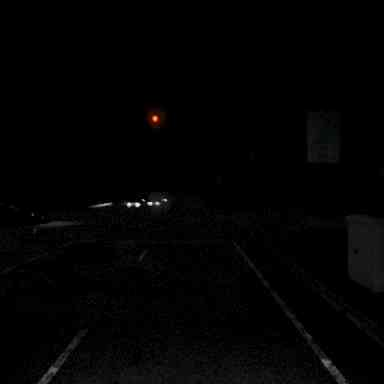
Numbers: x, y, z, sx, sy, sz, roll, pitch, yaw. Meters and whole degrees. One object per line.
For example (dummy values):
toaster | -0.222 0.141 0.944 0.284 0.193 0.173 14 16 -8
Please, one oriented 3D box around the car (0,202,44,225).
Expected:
car | -12.355 1.428 22.159 4.674 1.442 1.812 0 0 -3

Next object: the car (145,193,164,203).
car | -6.742 1.187 59.827 1.994 1.385 4.181 0 1 1

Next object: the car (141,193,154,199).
car | -10.131 0.883 76.038 2.033 1.411 5.357 0 1 0

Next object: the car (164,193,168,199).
car | -6.631 0.894 76.106 1.994 1.385 4.181 0 1 0

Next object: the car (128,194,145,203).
car | -10.239 1.226 59.681 1.895 1.301 4.718 0 1 1
